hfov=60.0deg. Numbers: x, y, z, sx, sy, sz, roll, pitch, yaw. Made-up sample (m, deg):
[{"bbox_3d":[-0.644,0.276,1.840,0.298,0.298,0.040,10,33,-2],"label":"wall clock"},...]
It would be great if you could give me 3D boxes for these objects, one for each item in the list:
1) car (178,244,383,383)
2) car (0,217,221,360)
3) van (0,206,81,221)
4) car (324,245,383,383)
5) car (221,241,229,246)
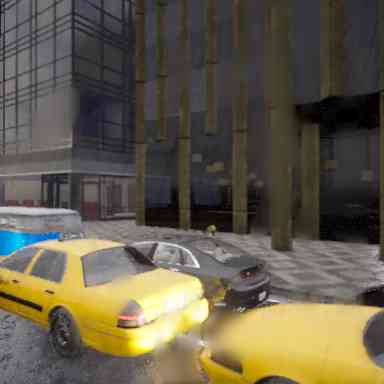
[{"bbox_3d":[2.590,1.470,2.482,5.366,1.575,1.801,0,0,36],"label":"car"},{"bbox_3d":[-2.303,1.475,5.955,5.366,1.575,1.801,0,0,36],"label":"car"},{"bbox_3d":[-5.123,1.371,10.332,3.998,1.788,1.690,0,0,36],"label":"van"},{"bbox_3d":[4.005,1.586,3.776,4.313,1.339,1.947,0,0,36],"label":"car"},{"bbox_3d":[-0.559,1.575,7.054,4.403,1.369,2.008,0,0,36],"label":"car"}]
